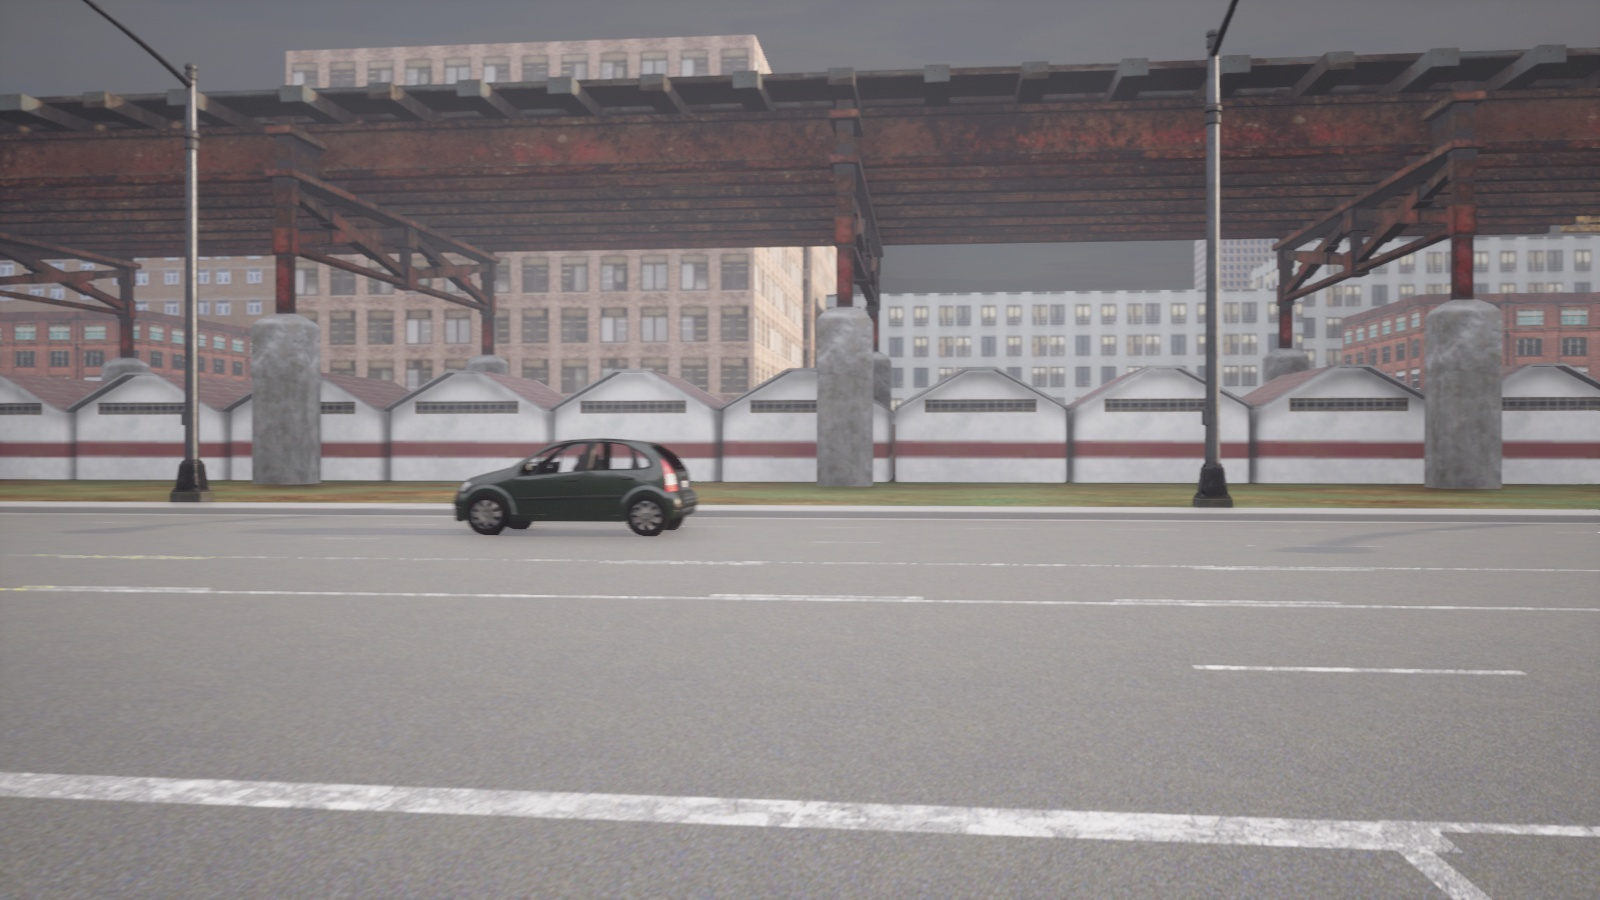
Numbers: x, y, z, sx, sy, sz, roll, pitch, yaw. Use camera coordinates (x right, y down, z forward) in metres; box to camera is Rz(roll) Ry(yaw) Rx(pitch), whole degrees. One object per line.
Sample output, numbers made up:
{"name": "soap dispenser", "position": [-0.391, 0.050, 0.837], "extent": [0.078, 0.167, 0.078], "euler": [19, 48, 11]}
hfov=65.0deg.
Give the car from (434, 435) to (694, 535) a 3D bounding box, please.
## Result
{"name": "car", "position": [-3.938, 0.556, 21.339], "extent": [3.988, 1.617, 1.851], "euler": [0, 0, 6]}
